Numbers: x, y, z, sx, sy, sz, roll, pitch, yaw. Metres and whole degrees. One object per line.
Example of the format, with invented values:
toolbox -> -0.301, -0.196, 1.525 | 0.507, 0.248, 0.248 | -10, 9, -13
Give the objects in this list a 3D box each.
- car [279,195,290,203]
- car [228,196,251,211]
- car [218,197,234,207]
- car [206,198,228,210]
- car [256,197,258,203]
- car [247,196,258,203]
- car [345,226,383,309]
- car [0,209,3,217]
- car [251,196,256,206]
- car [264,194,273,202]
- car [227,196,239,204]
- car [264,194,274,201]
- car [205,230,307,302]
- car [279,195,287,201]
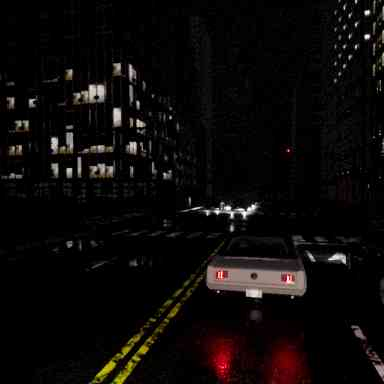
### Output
car -> 19.426, 1.474, 69.646 | 2.033, 1.411, 5.357 | 0, 0, 13
car -> 5.862, 1.503, 40.728 | 1.812, 1.442, 4.674 | 0, 0, 13
car -> 5.414, 1.567, 53.037 | 1.895, 1.301, 4.718 | 0, 0, 13
car -> 3.091, 1.524, 43.168 | 2.033, 1.411, 5.357 | 0, 0, 13
car -> 10.306, 1.559, 59.539 | 1.895, 1.301, 4.718 | 0, 0, 14
car -> 12.769, 1.486, 69.735 | 2.033, 1.411, 5.357 | 0, 0, 13
car -> 4.825, 1.501, 7.437 | 1.837, 1.490, 4.892 | 0, 0, 13
car -> -17.347, 1.435, 26.652 | 4.313, 1.339, 1.947 | 1, 1, 14
car -> 7.975, 1.460, 49.731 | 2.128, 1.511, 4.902 | 0, 0, 13
car -> 16.364, 1.530, 70.826 | 1.895, 1.301, 4.718 | 0, 0, 13
car -> 7.837, 1.460, 63.167 | 1.837, 1.490, 4.892 | 0, 0, 14
car -> 18.642, 1.286, 80.532 | 2.128, 1.511, 4.902 | 0, 0, 13
car -> 1.695, 1.597, 8.337 | 1.895, 1.301, 4.718 | 0, 0, 14
car -> 21.813, 1.355, 79.818 | 1.895, 1.301, 4.718 | 0, 0, 13
